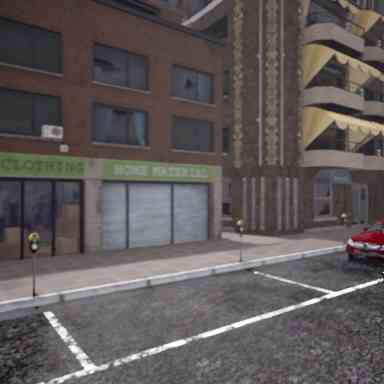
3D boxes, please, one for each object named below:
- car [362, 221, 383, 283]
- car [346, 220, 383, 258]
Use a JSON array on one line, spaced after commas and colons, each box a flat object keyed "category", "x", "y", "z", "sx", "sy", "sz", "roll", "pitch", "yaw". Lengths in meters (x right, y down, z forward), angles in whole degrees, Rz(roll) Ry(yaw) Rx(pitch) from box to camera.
[{"category": "car", "x": 6.474, "y": 1.528, "z": 8.011, "sx": 4.902, "sy": 1.511, "sz": 2.128, "roll": 0, "pitch": 0, "yaw": -36}, {"category": "car", "x": 7.137, "y": 1.629, "z": 11.671, "sx": 4.206, "sy": 1.307, "sz": 1.802, "roll": 0, "pitch": 0, "yaw": -36}]
